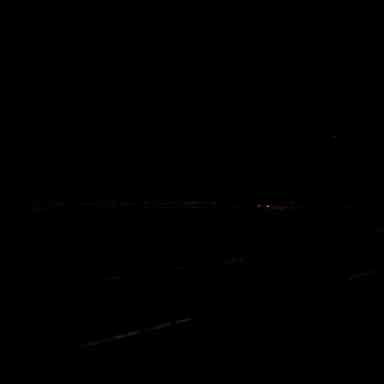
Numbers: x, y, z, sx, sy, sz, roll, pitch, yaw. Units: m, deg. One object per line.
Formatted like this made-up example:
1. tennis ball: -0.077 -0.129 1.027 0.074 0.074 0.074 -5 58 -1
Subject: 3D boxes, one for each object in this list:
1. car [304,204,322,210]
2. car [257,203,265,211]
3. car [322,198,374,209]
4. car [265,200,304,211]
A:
1. car: 14.458 1.996 35.793 4.181 1.385 1.994 1 -1 -35
2. car: 10.145 1.778 41.311 4.553 1.767 2.097 1 -1 -35
3. car: 15.389 1.632 32.163 5.566 2.045 2.150 1 -1 -35
4. car: 11.021 1.883 37.642 5.008 1.535 1.882 1 -1 -35
